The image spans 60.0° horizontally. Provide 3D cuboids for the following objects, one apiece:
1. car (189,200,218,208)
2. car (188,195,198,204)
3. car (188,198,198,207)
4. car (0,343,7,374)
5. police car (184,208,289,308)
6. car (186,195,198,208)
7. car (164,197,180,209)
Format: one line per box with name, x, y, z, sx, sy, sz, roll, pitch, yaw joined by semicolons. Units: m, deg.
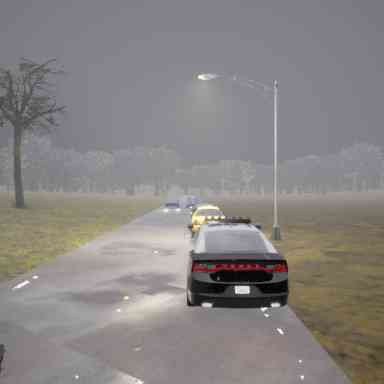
car;0.867;1.439;18.197;1.801;1.575;5.366;0;0;0
car;0.144;1.373;63.165;1.812;1.442;4.674;0;0;0
car;0.880;1.453;24.008;1.882;1.535;5.008;0;0;0
car;-2.848;1.547;1.088;2.033;1.411;5.357;0;0;0
police car;0.843;1.420;8.117;1.930;1.638;5.238;0;0;0
car;0.140;1.466;45.845;2.033;1.411;5.357;0;0;1
car;-2.647;1.399;45.128;1.882;1.535;5.008;0;0;0
